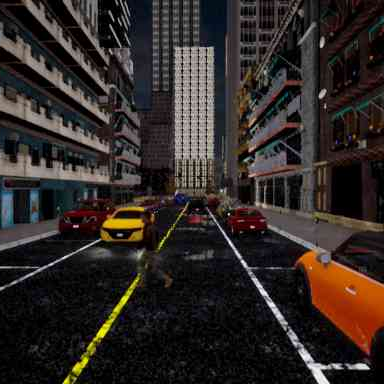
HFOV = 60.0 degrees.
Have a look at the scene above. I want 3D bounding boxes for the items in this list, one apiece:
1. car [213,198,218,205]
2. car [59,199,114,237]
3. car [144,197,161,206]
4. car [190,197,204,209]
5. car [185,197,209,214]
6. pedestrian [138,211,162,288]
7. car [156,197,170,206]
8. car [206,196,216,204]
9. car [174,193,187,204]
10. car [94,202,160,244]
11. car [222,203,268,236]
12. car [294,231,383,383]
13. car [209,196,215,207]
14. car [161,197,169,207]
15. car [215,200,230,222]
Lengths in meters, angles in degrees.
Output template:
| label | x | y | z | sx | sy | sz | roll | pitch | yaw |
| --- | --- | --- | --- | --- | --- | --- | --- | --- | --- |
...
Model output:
| label | x | y | z | sx | sy | sz | roll | pitch | yaw |
| --- | --- | --- | --- | --- | --- | --- | --- | --- | --- |
| car | 3.060 | 1.521 | 29.338 | 1.752 | 1.417 | 4.829 | -1 | 0 | 1 |
| car | -5.467 | 1.312 | 18.243 | 2.192 | 1.841 | 5.009 | -1 | 0 | 1 |
| car | -5.180 | 1.577 | 40.336 | 1.802 | 1.307 | 4.206 | -1 | 0 | 1 |
| car | 0.673 | 1.473 | 46.194 | 1.882 | 1.535 | 5.008 | 0 | 0 | 1 |
| car | 0.538 | 1.496 | 34.700 | 1.837 | 1.490 | 4.892 | 0 | -1 | 1 |
| pedestrian | -0.974 | 1.292 | 7.697 | 0.375 | 1.860 | 0.375 | -1 | 1 | 1 |
| car | -4.966 | 1.541 | 56.905 | 1.887 | 1.381 | 4.507 | -1 | 0 | 1 |
| car | 3.486 | 1.522 | 62.476 | 1.752 | 1.417 | 4.829 | -1 | 0 | 1 |
| car | -2.178 | 1.203 | 63.942 | 2.150 | 2.045 | 5.566 | 0 | 0 | 1 |
| car | -2.896 | 1.474 | 16.003 | 1.882 | 1.535 | 5.008 | 0 | 0 | 1 |
| car | 2.916 | 1.541 | 18.122 | 1.887 | 1.381 | 4.507 | -1 | 0 | 1 |
| car | 3.062 | 1.350 | 4.846 | 2.097 | 1.767 | 4.553 | 0 | 0 | 1 |
| car | 3.342 | 1.540 | 51.260 | 1.887 | 1.381 | 4.507 | -1 | 0 | 1 |
| car | -5.039 | 1.436 | 51.382 | 1.967 | 1.590 | 4.097 | -1 | 0 | 1 |
| car | 2.987 | 1.547 | 23.645 | 2.008 | 1.369 | 4.403 | -1 | 0 | 1 |
